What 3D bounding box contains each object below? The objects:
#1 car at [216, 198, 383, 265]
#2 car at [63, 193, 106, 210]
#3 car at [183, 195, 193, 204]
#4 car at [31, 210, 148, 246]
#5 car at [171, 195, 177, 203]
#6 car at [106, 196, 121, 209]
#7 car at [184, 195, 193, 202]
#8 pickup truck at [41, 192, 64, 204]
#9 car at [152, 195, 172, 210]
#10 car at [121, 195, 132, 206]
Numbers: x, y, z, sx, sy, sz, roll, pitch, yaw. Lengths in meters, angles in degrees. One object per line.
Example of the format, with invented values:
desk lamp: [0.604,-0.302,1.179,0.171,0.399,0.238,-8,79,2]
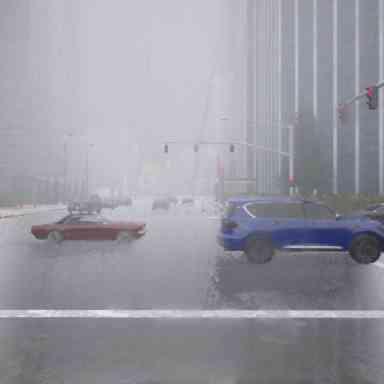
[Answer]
car: [3.618,1.221,11.263,5.566,2.045,2.150,0,0,0]
car: [-11.091,1.221,34.787,2.150,2.045,5.566,0,0,-1]
car: [-0.754,1.526,65.241,1.812,1.442,4.674,0,0,0]
car: [-4.365,1.601,14.747,4.718,1.301,1.895,0,0,0]
car: [-4.179,1.353,68.182,2.097,1.767,4.553,0,0,0]
car: [-11.176,1.564,44.316,1.994,1.385,4.181,0,0,-1]
car: [-0.841,1.387,75.492,1.882,1.535,5.008,0,0,0]
pickup truck: [-24.331,1.059,59.937,2.390,2.098,6.274,0,0,30]
car: [-3.952,1.525,43.032,1.812,1.442,4.674,0,0,0]
car: [-11.251,1.352,54.523,2.097,1.767,4.553,0,0,-1]
